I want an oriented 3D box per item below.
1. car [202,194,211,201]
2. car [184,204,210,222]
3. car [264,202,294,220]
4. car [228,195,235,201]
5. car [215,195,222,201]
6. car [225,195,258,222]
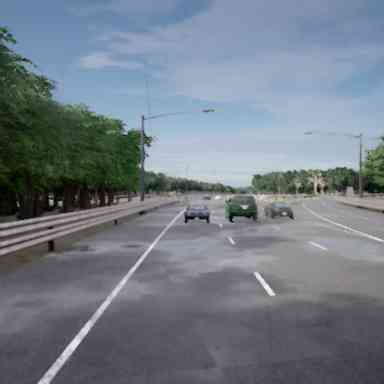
[{"bbox_3d":[3.914,1.628,92.372,1.812,1.442,4.674,0,0,5],"label":"car"},{"bbox_3d":[0.415,1.641,26.385,1.895,1.301,4.718,0,0,1],"label":"car"},{"bbox_3d":[7.501,1.574,28.985,1.812,1.442,4.674,0,0,2],"label":"car"},{"bbox_3d":[10.856,1.590,91.400,1.882,1.535,5.008,0,0,5],"label":"car"},{"bbox_3d":[7.402,1.633,92.094,1.812,1.442,4.674,0,0,5],"label":"car"},{"bbox_3d":[3.931,1.264,27.017,2.150,2.045,5.566,0,0,1],"label":"car"}]
